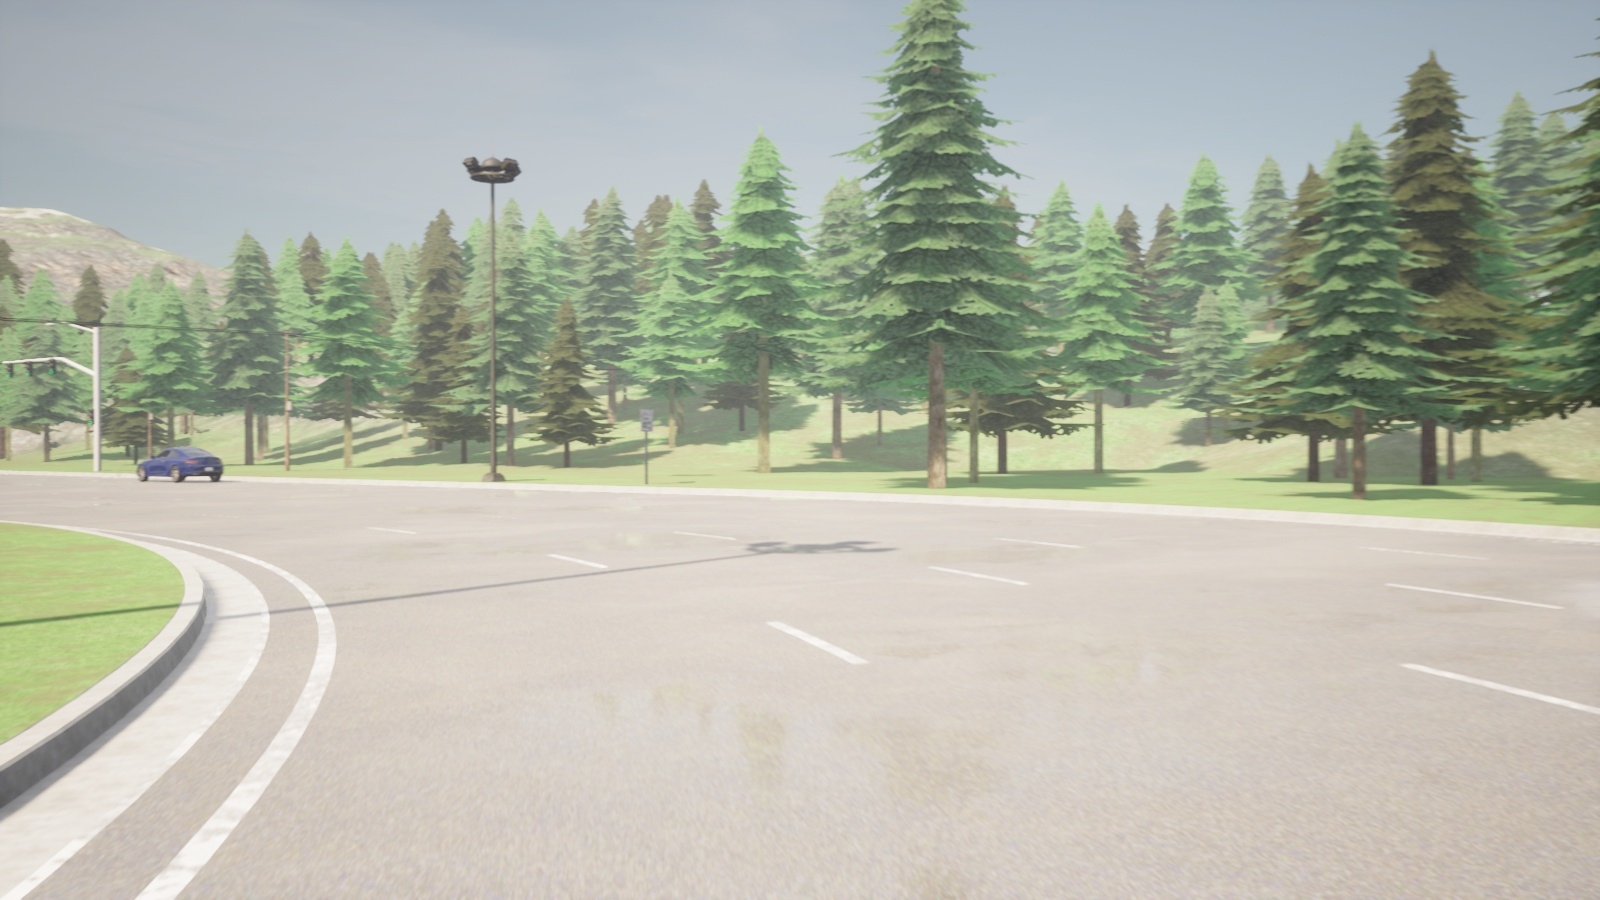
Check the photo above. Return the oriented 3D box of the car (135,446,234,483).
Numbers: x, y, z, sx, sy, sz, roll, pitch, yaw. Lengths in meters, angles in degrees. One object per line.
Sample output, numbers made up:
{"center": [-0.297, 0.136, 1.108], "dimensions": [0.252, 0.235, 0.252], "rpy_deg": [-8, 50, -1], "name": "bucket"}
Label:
{"center": [-25.657, 0.574, 52.283], "dimensions": [4.674, 1.442, 1.812], "rpy_deg": [0, 0, 37], "name": "car"}
